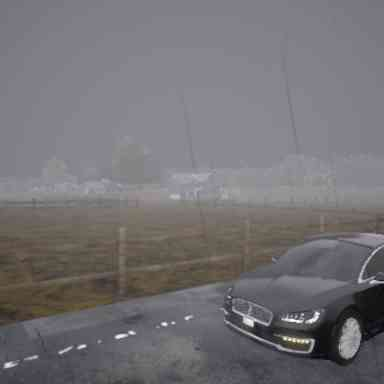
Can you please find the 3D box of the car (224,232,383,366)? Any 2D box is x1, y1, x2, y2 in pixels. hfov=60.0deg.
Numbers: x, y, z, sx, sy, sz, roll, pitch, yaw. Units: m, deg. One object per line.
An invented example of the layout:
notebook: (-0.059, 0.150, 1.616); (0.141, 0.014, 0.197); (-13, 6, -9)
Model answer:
car: (2.750, 1.534, 5.939); (4.892, 1.490, 1.837); (0, 0, -35)
